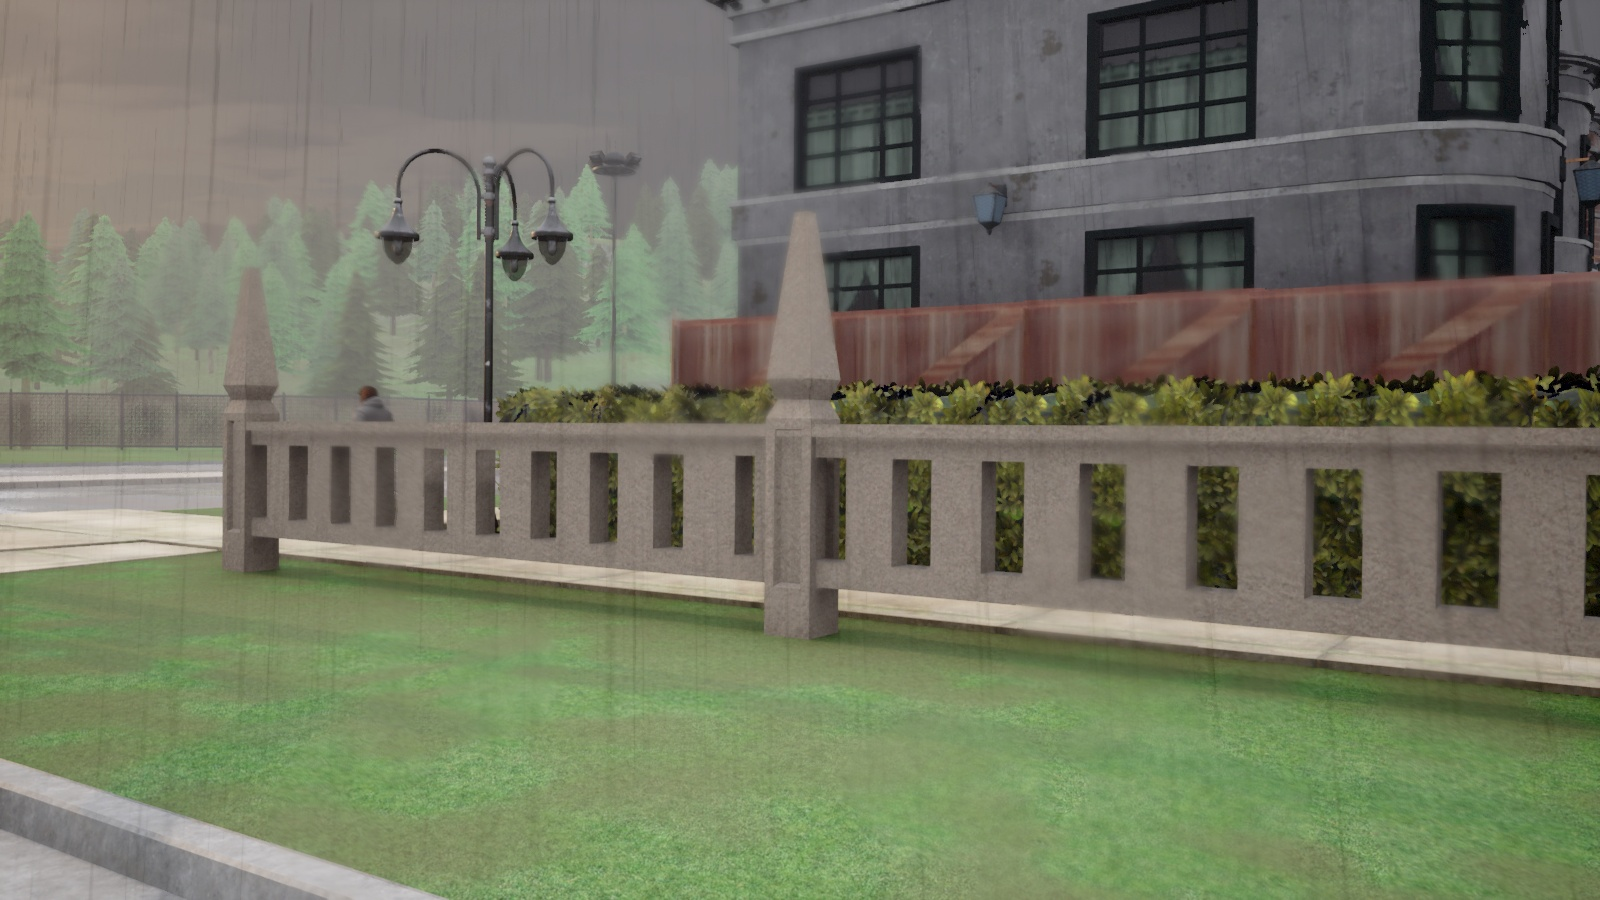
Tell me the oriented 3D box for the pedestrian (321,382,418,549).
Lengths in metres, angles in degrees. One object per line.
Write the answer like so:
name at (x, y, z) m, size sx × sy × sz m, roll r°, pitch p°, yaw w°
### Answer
pedestrian at (-5.187, 0.178, 15.133) m, size 0.873 × 1.952 × 0.659 m, roll 0°, pitch 1°, yaw 28°
